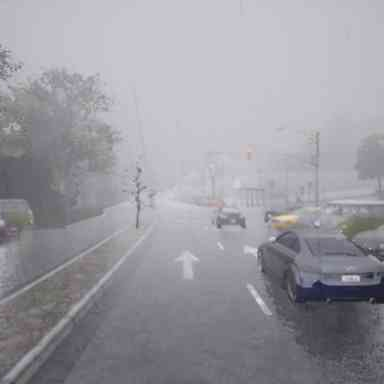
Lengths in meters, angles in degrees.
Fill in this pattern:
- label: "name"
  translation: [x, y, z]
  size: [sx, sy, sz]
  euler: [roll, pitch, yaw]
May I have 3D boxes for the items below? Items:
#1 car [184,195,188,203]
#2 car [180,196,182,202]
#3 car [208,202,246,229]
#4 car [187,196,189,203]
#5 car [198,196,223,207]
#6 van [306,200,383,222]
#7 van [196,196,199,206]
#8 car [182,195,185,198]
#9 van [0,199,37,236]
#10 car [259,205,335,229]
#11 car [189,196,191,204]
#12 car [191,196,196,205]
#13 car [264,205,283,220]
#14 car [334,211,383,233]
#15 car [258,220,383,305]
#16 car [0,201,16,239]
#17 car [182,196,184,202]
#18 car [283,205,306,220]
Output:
- label: "car"
  translation: [1.752, 1.922, 78.877]
  size: [5.566, 2.045, 2.435]
  euler: [1, -1, -28]
- label: "car"
  translation: [0.005, 2.119, 90.732]
  size: [4.553, 1.767, 2.185]
  euler: [1, -1, -28]
- label: "car"
  translation: [2.452, 1.678, 22.858]
  size: [1.812, 1.442, 4.674]
  euler: [0, -1, -3]
- label: "car"
  translation: [2.310, 2.156, 75.975]
  size: [5.366, 1.575, 1.946]
  euler: [1, -1, -28]
- label: "car"
  translation: [4.124, 1.956, 60.968]
  size: [4.553, 1.767, 2.185]
  euler: [1, -1, -27]
- label: "van"
  translation: [7.413, 1.343, 14.173]
  size: [4.442, 1.987, 1.878]
  euler: [1, 0, -22]
- label: "van"
  translation: [3.677, 1.870, 63.912]
  size: [4.442, 1.987, 1.878]
  euler: [1, 0, -28]
- label: "car"
  translation: [0.488, 2.100, 87.785]
  size: [4.553, 1.767, 2.185]
  euler: [1, 0, -28]
- label: "van"
  translation: [-10.840, 1.404, 18.010]
  size: [4.442, 1.987, 1.878]
  euler: [-1, -1, -22]
- label: "car"
  translation: [7.331, 1.664, 23.235]
  size: [4.792, 1.488, 2.163]
  euler: [1, -1, -23]
- label: "car"
  translation: [3.001, 1.875, 69.950]
  size: [5.566, 2.045, 2.435]
  euler: [1, -1, -28]
- label: "car"
  translation: [3.360, 1.860, 66.934]
  size: [5.566, 2.045, 2.435]
  euler: [1, 0, -28]
- label: "car"
  translation: [7.117, 1.603, 20.182]
  size: [5.366, 1.575, 1.946]
  euler: [1, 0, -23]
- label: "car"
  translation: [7.610, 1.552, 11.199]
  size: [4.892, 1.521, 2.231]
  euler: [1, 0, -22]
- label: "car"
  translation: [2.964, 1.618, 8.287]
  size: [1.994, 1.385, 4.181]
  euler: [0, 0, -1]
- label: "car"
  translation: [-10.798, 1.484, 15.015]
  size: [4.553, 1.767, 2.185]
  euler: [-1, 0, -22]
- label: "car"
  translation: [0.888, 2.207, 84.800]
  size: [4.892, 1.521, 2.231]
  euler: [1, 0, -28]
- label: "car"
  translation: [7.443, 1.465, 17.248]
  size: [4.553, 1.767, 2.185]
  euler: [1, 0, -22]
